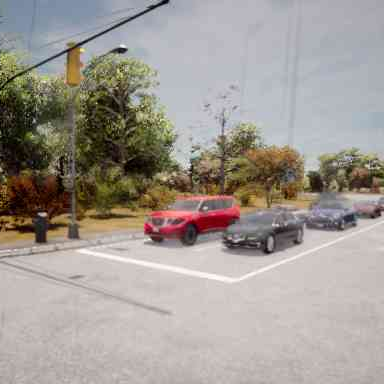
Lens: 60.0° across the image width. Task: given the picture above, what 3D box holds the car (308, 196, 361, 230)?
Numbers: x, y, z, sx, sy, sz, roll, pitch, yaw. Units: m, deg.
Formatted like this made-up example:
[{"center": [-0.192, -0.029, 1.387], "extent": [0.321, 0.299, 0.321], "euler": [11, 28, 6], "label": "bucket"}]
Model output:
[{"center": [8.822, 1.349, 21.020], "extent": [2.097, 1.767, 4.553], "euler": [0, 0, 39], "label": "car"}]

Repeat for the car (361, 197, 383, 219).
[{"center": [15.065, 1.468, 28.788], "extent": [1.812, 1.442, 4.674], "euler": [0, 0, 38], "label": "car"}]

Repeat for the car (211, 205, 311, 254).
[{"center": [3.067, 1.507, 13.836], "extent": [1.837, 1.490, 4.892], "euler": [0, 0, 38], "label": "car"}]

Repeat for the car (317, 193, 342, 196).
[{"center": [12.936, 1.155, 31.737], "extent": [2.150, 2.045, 5.566], "euler": [0, 1, 39], "label": "car"}]

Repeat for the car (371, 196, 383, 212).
[{"center": [21.582, 1.303, 36.898], "extent": [2.128, 1.511, 4.902], "euler": [0, 1, 39], "label": "car"}]

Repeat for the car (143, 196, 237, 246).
[{"center": [0.231, 1.224, 15.917], "extent": [2.150, 2.045, 5.566], "euler": [0, 0, 39], "label": "car"}]
